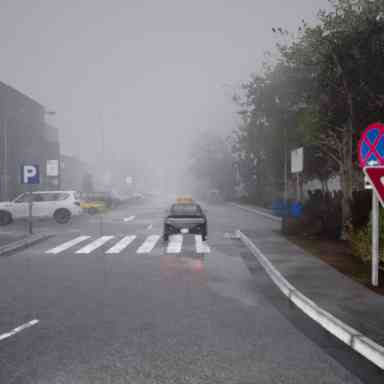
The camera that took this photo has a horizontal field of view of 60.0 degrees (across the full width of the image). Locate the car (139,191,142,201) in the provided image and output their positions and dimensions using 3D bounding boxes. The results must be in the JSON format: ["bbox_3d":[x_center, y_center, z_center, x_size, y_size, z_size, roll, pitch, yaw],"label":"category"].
[{"bbox_3d":[-10.656,0.899,51.100,4.792,1.488,2.163,-1,0,-22],"label":"car"}]

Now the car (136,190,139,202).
[{"bbox_3d":[-10.571,0.776,48.085,4.553,1.767,2.185,-1,1,-21],"label":"car"}]

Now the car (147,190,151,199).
[{"bbox_3d":[-10.742,0.773,60.159,5.366,1.575,1.946,-1,0,-21],"label":"car"}]

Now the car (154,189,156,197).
[{"bbox_3d":[-11.285,0.675,75.103,4.792,1.488,2.163,-1,0,-22],"label":"car"}]

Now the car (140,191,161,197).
[{"bbox_3d":[-11.670,0.500,93.157,5.366,1.575,1.946,-1,0,-22],"label":"car"}]

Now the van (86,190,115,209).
[{"bbox_3d":[-10.304,0.847,33.020,4.442,1.987,1.878,-1,1,-22],"label":"van"}]

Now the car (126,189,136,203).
[{"bbox_3d":[-10.492,0.809,45.085,4.553,1.767,2.185,-1,1,-22],"label":"car"}]

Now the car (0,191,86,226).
[{"bbox_3d":[-9.860,0.958,21.036,5.566,2.045,2.435,-1,1,-22],"label":"car"}]

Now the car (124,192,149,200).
[{"bbox_3d":[-11.067,0.764,66.088,4.674,1.452,2.002,-1,1,-22],"label":"car"}]

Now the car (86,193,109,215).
[{"bbox_3d":[-9.846,1.134,27.135,5.366,1.575,1.946,-1,0,-22],"label":"car"}]

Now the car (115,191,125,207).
[{"bbox_3d":[-10.272,1.036,36.070,5.008,1.535,2.097,-1,1,-22],"label":"car"}]

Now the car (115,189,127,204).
[{"bbox_3d":[-10.396,0.877,39.069,4.553,1.767,2.185,-1,0,-22],"label":"car"}]

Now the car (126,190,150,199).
[{"bbox_3d":[-11.183,0.572,69.081,4.553,1.767,2.185,-1,0,-22],"label":"car"}]

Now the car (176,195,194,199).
[{"bbox_3d":[-0.798,1.017,37.354,1.882,1.535,5.008,0,1,-2],"label":"car"}]

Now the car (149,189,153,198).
[{"bbox_3d":[-10.983,0.500,63.109,5.566,2.045,2.435,-1,0,-22],"label":"car"}]

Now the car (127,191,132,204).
[{"bbox_3d":[-10.444,1.008,42.079,4.674,1.452,2.002,-1,0,-22],"label":"car"}]

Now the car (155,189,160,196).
[{"bbox_3d":[-11.665,0.553,87.088,4.892,1.521,2.231,-1,0,-22],"label":"car"}]

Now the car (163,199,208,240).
[{"bbox_3d":[-0.298,1.281,15.622,2.128,1.511,4.902,0,1,0],"label":"car"}]

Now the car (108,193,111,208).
[{"bbox_3d":[-10.113,1.145,30.070,4.674,1.452,2.002,-1,0,-22],"label":"car"}]

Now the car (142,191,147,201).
[{"bbox_3d":[-10.736,0.587,54.096,5.566,2.045,2.435,-1,0,-21],"label":"car"}]
